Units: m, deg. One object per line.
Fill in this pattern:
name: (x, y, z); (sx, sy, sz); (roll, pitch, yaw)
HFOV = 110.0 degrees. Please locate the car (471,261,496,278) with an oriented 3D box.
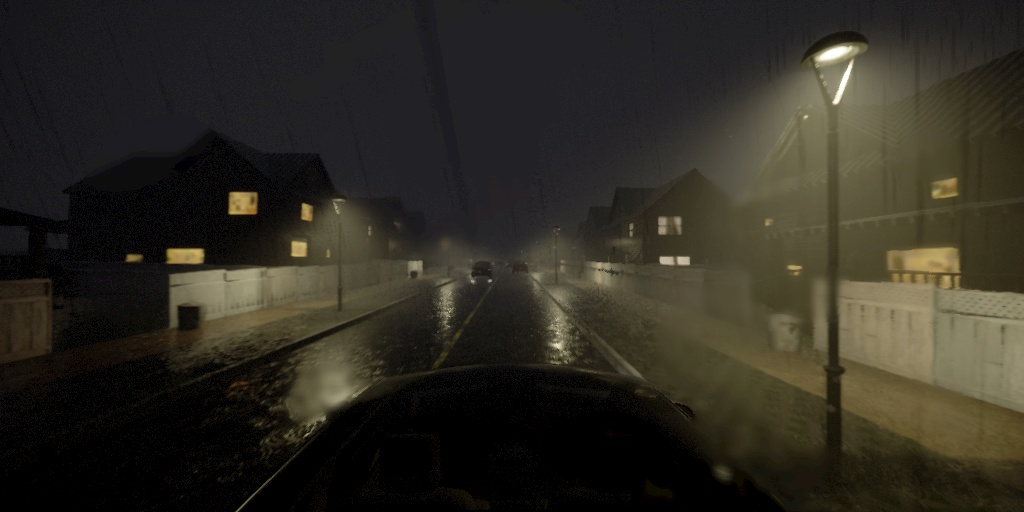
car: (-2.828, 1.267, 34.735); (1.882, 1.535, 5.008); (0, 0, 0)

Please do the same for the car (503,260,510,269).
car: (0.021, 1.402, 60.876); (2.033, 1.411, 5.357); (0, 0, 0)

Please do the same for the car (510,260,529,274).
car: (0.978, 1.286, 43.207); (1.882, 1.535, 5.008); (0, 0, 0)
